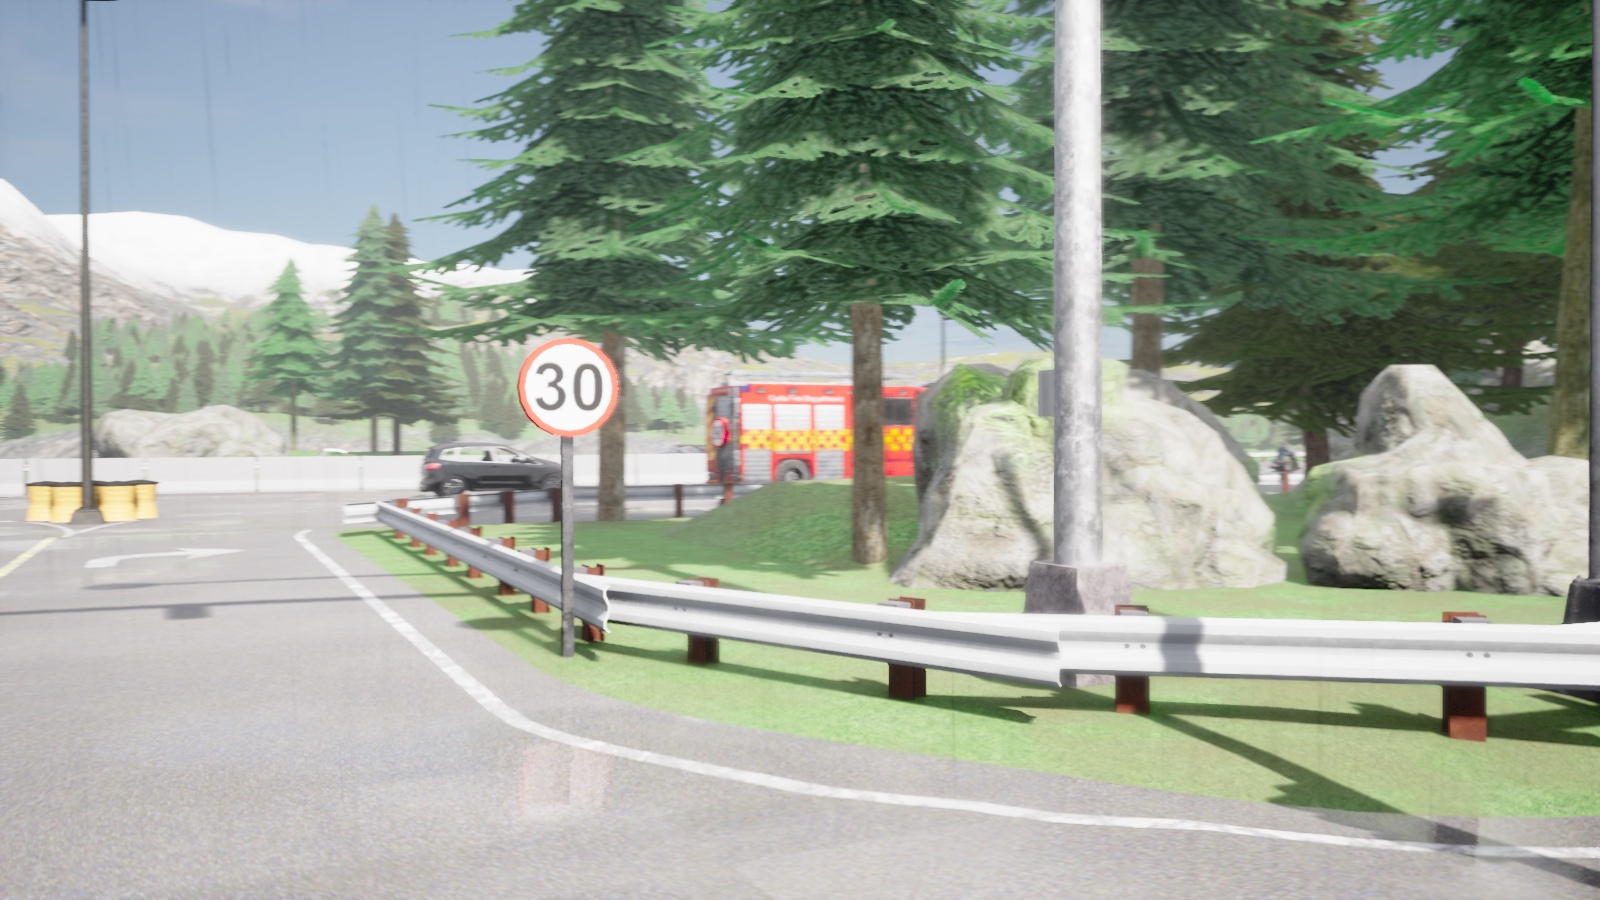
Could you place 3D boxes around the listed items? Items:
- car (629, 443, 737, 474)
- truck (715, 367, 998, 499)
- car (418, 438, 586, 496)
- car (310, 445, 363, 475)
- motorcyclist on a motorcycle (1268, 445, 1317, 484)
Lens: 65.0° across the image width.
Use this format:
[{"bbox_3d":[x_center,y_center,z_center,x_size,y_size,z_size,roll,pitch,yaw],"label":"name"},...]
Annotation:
[{"bbox_3d":[-5.827,0.410,62.768,4.902,1.511,2.128,0,1,-29],"label":"car"},{"bbox_3d":[1.813,-0.501,39.310,8.468,3.827,2.891,0,0,-25],"label":"truck"},{"bbox_3d":[-9.013,0.471,38.007,4.611,1.667,2.242,0,0,-24],"label":"car"},{"bbox_3d":[-21.828,0.467,59.086,2.207,1.376,1.481,1,0,-25],"label":"car"},{"bbox_3d":[20.382,0.601,52.012,1.817,1.590,0.866,0,1,-26],"label":"motorcyclist on a motorcycle"}]
